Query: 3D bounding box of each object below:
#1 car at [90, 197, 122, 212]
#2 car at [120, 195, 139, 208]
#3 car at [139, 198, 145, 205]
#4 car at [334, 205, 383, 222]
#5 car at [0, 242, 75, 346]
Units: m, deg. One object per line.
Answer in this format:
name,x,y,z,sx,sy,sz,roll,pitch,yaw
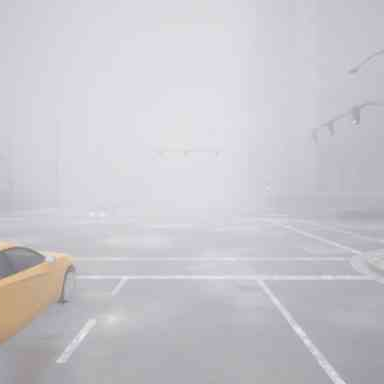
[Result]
car,-10.737,1.708,40.941,2.033,1.411,5.357,0,0,3
car,-10.564,1.433,53.969,2.150,2.045,5.566,0,0,1
car,-10.347,1.799,64.375,2.033,1.411,5.357,0,0,1
car,14.031,1.706,26.758,4.718,1.301,1.895,0,0,0
car,-3.430,1.498,5.192,1.882,1.535,5.008,0,0,0
